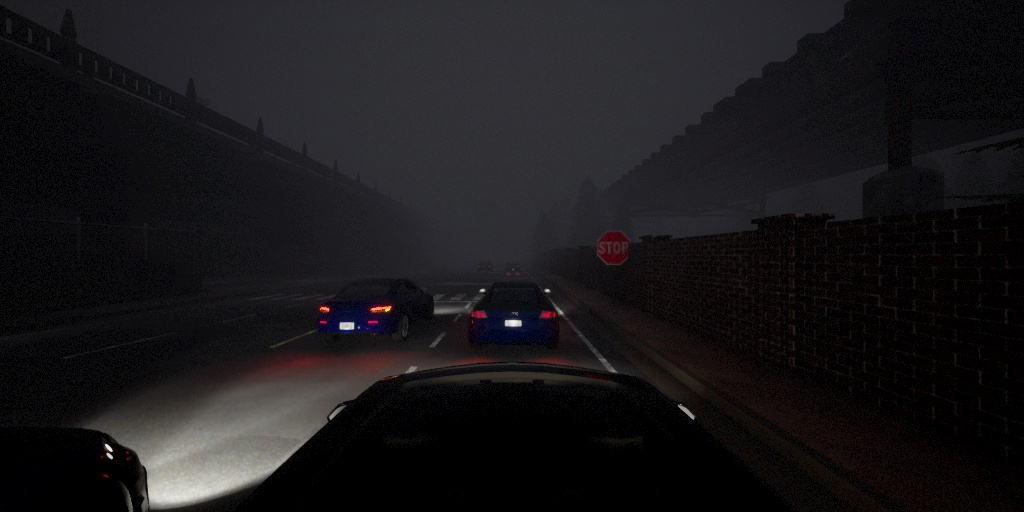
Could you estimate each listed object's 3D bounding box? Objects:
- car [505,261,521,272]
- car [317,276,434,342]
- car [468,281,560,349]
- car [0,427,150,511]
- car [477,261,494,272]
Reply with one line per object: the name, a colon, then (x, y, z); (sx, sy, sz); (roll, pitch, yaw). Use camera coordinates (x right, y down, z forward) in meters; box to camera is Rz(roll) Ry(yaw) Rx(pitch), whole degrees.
car: (0.101, 1.351, 45.994); (1.895, 1.301, 4.718); (0, 0, -1)
car: (-3.412, 1.276, 9.698); (1.812, 1.442, 4.674); (0, 0, 0)
car: (0.070, 1.314, 9.176); (1.994, 1.385, 4.181); (0, 0, 1)
car: (-3.398, 1.314, 0.602); (1.994, 1.385, 4.181); (0, 0, 0)
car: (-3.394, 1.297, 45.835); (2.033, 1.411, 5.357); (0, 0, -1)
